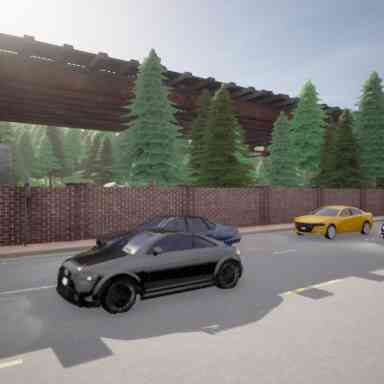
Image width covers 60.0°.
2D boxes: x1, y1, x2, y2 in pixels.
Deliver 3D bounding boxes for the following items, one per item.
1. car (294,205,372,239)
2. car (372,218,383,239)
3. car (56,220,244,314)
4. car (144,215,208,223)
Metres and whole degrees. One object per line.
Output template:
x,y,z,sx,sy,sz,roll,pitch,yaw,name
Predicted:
7.442,1.477,17.403,5.008,1.535,1.882,0,0,-34,car
10.627,1.506,15.328,4.892,1.490,1.837,1,0,-34,car
-0.829,1.564,7.627,4.181,1.385,1.994,0,0,-34,car
-0.682,1.547,11.942,5.357,1.411,2.033,0,0,-34,car
